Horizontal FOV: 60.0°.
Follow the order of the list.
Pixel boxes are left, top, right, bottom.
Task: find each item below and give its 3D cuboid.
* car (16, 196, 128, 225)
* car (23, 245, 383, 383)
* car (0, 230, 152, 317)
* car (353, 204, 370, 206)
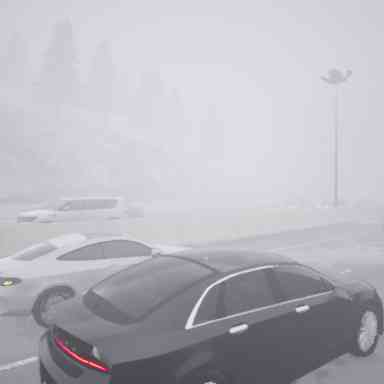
[{"bbox_3d":[-5.959,1.261,17.120,5.566,2.045,2.150,0,0,-38],"label":"car"},{"bbox_3d":[0.675,1.513,4.378,4.892,1.490,1.837,0,0,-37],"label":"car"},{"bbox_3d":[-1.715,1.541,6.956,4.674,1.442,1.812,0,0,-36],"label":"car"},{"bbox_3d":[23.820,1.588,45.996,1.812,1.442,4.674,0,0,41],"label":"car"}]
